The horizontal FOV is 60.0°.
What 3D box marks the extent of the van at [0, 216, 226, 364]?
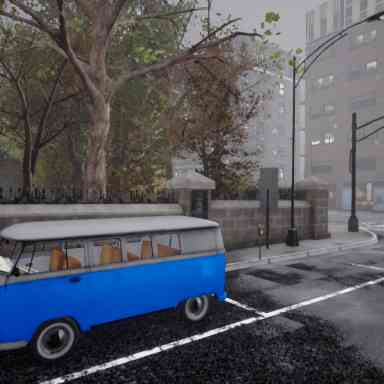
[{"bbox_3d":[-1.276,1.342,5.581,3.998,1.788,1.690,0,1,-35],"label":"van"}]
